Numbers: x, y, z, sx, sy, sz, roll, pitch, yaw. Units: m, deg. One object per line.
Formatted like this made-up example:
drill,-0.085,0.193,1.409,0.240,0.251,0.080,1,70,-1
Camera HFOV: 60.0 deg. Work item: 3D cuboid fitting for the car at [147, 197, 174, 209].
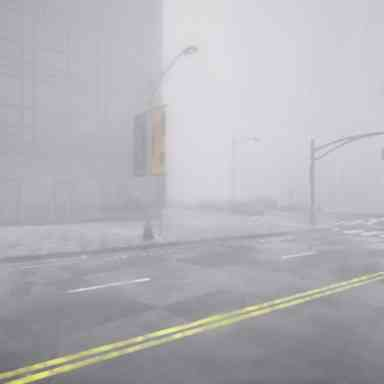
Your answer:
car,-4.535,1.576,47.739,1.967,1.590,4.097,1,0,-36

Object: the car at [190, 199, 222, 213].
car,2.154,1.738,38.659,1.947,1.339,4.313,1,0,-36

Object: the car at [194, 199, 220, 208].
car,2.331,1.747,52.792,1.947,1.339,4.313,1,0,-36

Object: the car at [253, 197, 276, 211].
car,9.021,1.531,43.714,2.192,1.841,5.009,1,0,-36

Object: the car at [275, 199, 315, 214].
car,12.364,1.819,39.173,1.802,1.307,4.206,1,0,-36

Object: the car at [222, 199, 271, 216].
car,5.499,1.758,34.118,1.947,1.339,4.313,1,0,-36

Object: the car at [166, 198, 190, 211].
car,-1.191,1.735,43.199,1.802,1.307,4.206,1,0,-36

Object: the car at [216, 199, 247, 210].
car,5.675,1.764,48.253,1.947,1.339,4.313,1,0,-36

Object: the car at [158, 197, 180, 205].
car,-4.359,1.696,61.872,1.887,1.381,4.507,1,0,-36
